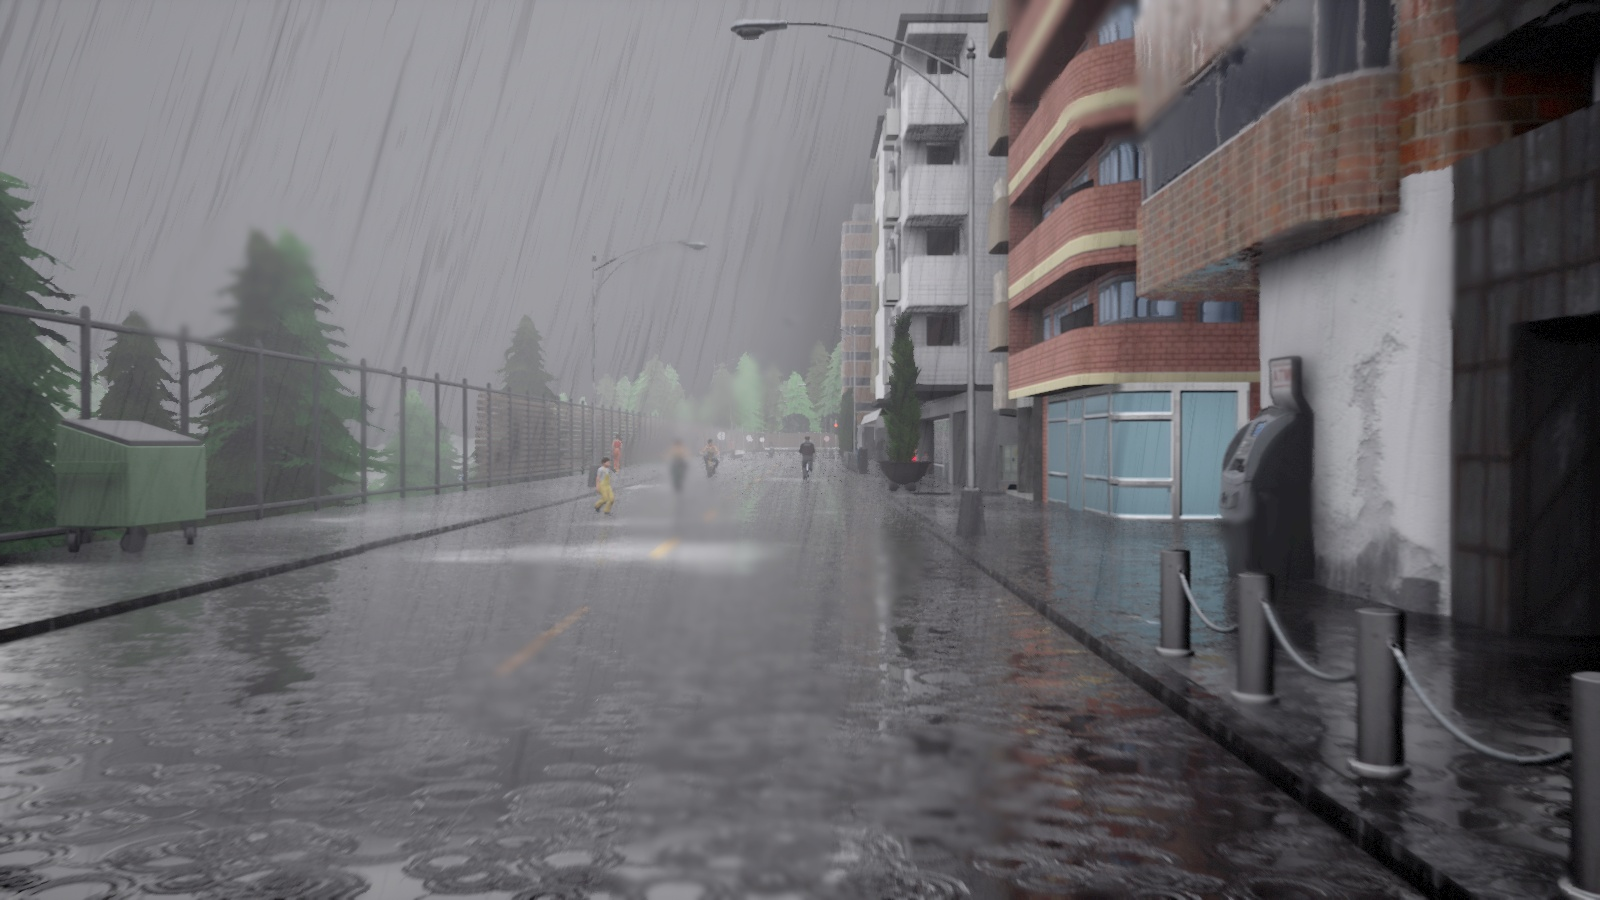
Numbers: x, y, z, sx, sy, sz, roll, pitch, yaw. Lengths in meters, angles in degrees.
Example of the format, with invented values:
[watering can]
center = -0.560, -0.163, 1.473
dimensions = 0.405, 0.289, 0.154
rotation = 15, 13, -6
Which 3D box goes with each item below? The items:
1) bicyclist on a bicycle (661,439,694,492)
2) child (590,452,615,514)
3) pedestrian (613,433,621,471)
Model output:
[bicyclist on a bicycle]
center = -3.764, 0.462, 38.611
dimensions = 0.866, 1.612, 1.509
rotation = 0, 0, 1
[child]
center = -4.099, 0.676, 26.045
dimensions = 0.437, 1.263, 0.270
rotation = 0, 0, 27
[pedestrian]
center = -8.847, 0.108, 60.644
dimensions = 0.345, 1.836, 0.594
rotation = 0, 0, -2
